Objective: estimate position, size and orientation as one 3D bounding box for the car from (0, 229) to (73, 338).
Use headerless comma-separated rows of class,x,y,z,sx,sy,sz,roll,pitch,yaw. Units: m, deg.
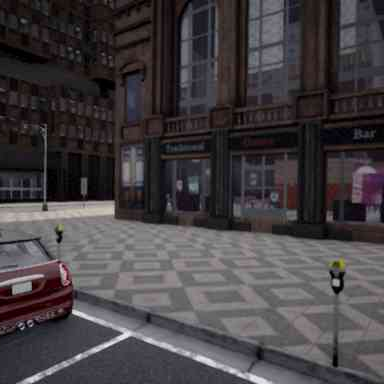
car,-3.956,1.339,5.787,4.097,1.590,1.967,1,1,36
